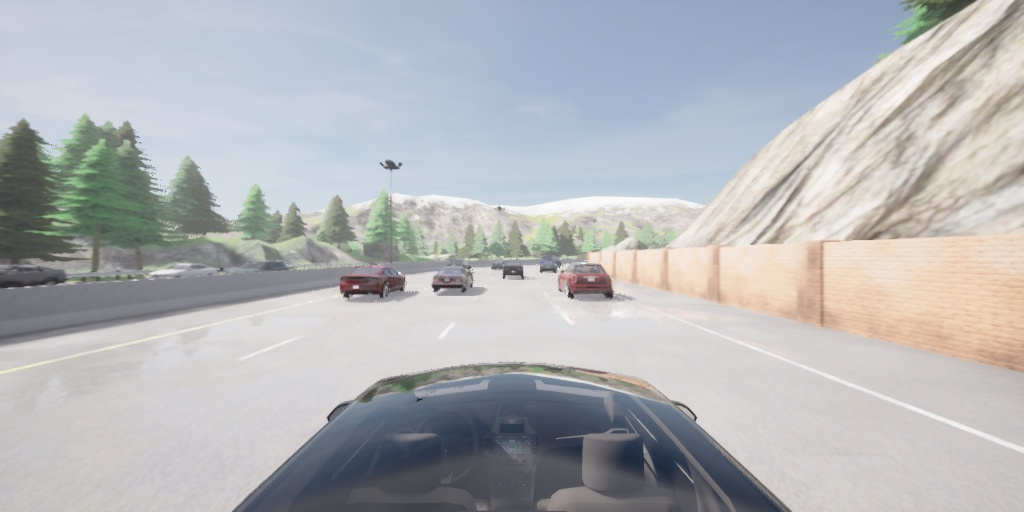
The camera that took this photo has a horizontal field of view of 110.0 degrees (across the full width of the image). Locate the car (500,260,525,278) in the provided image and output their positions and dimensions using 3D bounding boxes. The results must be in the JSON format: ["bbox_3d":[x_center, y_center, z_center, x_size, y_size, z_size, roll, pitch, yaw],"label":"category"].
[{"bbox_3d":[0.152,1.228,33.654,1.882,1.535,5.008,0,0,1],"label":"car"}]

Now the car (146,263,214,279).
[{"bbox_3d":[-24.561,1.278,26.968,1.812,1.442,4.674,0,0,0],"label":"car"}]

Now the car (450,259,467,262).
[{"bbox_3d":[-6.217,1.103,42.677,2.097,1.767,4.553,0,0,7],"label":"car"}]

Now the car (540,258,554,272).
[{"bbox_3d":[4.804,1.314,46.162,1.994,1.385,4.181,0,0,11],"label":"car"}]

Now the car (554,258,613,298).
[{"bbox_3d":[3.609,1.102,18.430,2.097,1.767,4.553,0,0,0],"label":"car"}]

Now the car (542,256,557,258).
[{"bbox_3d":[6.838,0.972,62.211,2.150,2.045,5.566,-1,0,28],"label":"car"}]

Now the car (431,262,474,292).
[{"bbox_3d":[-3.387,1.298,21.170,2.033,1.411,5.357,0,0,0],"label":"car"}]

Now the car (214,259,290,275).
[{"bbox_3d":[-17.569,1.103,24.865,2.097,1.767,4.553,0,0,0],"label":"car"}]

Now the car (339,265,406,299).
[{"bbox_3d":[-6.889,1.228,18.297,1.882,1.535,5.008,0,0,0],"label":"car"}]

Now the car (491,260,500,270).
[{"bbox_3d":[-1.382,1.298,53.663,2.033,1.411,5.357,0,0,19],"label":"car"}]

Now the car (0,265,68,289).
[{"bbox_3d":[-28.079,1.244,19.800,2.128,1.511,4.902,0,0,0],"label":"car"}]
